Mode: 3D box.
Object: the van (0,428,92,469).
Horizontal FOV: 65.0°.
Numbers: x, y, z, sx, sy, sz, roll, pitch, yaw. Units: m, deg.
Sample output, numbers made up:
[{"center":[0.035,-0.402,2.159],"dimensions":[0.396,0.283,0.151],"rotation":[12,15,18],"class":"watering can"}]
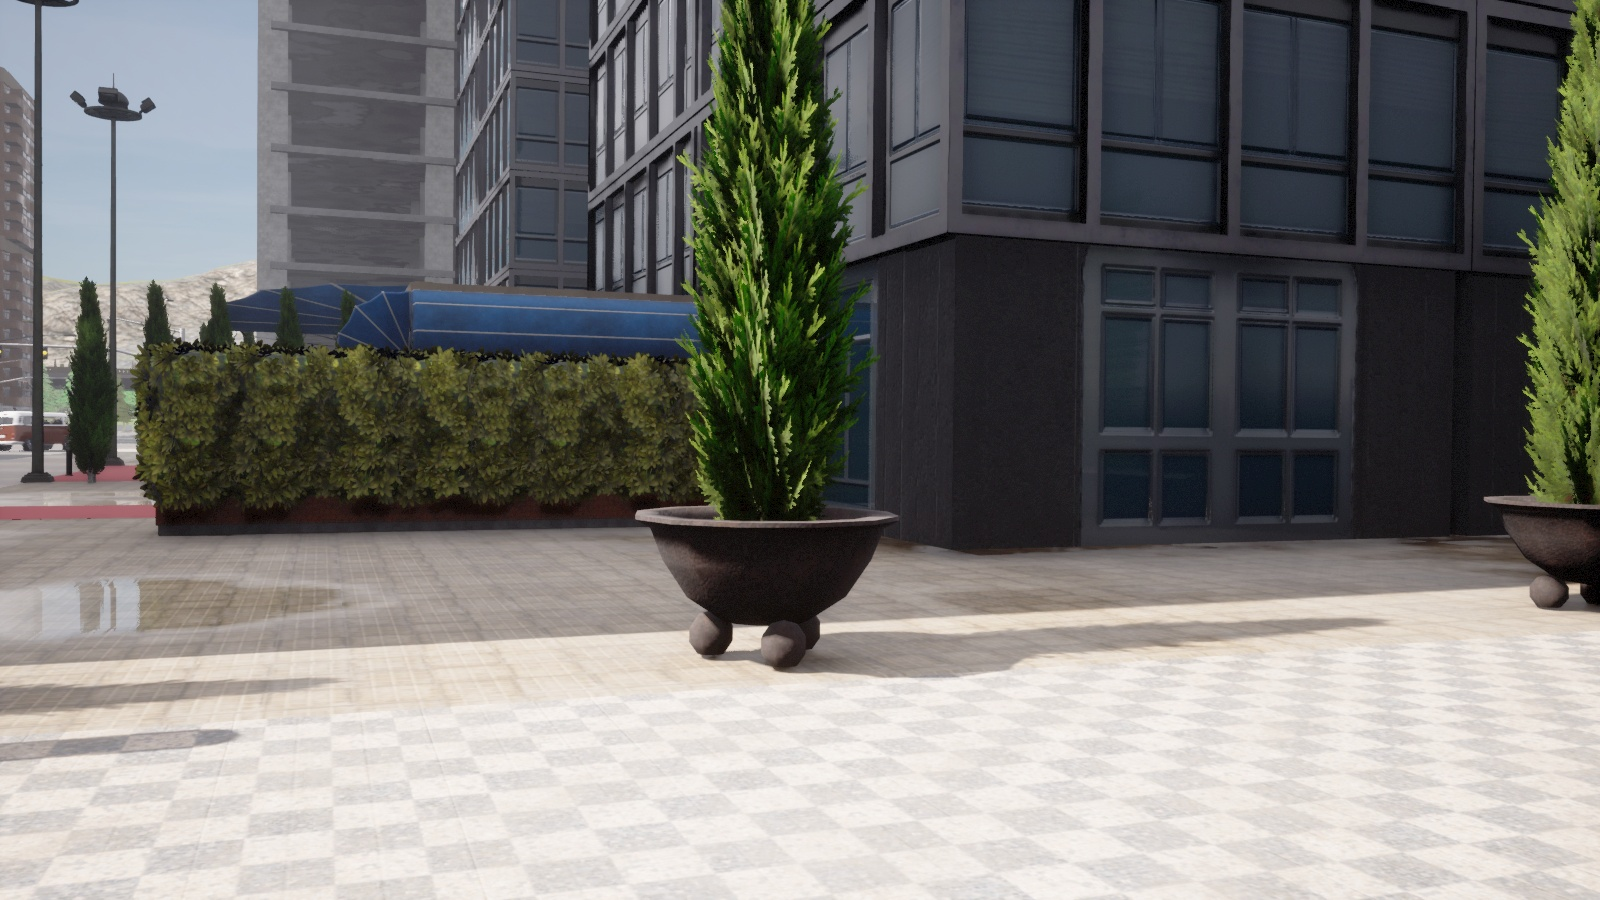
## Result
[{"center":[-39.438,-0.113,65.161],"dimensions":[2.069,2.038,4.480],"rotation":[-1,1,16],"class":"van"}]
